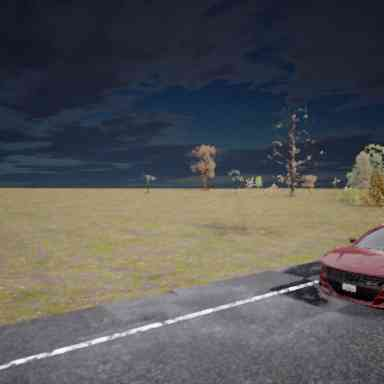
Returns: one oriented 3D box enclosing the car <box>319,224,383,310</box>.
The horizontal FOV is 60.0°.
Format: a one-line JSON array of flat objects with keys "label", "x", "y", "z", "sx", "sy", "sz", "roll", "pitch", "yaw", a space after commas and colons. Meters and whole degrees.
[{"label": "car", "x": 4.886, "y": 1.458, "z": 7.480, "sx": 5.008, "sy": 1.535, "sz": 1.882, "roll": 0, "pitch": 0, "yaw": -36}]
